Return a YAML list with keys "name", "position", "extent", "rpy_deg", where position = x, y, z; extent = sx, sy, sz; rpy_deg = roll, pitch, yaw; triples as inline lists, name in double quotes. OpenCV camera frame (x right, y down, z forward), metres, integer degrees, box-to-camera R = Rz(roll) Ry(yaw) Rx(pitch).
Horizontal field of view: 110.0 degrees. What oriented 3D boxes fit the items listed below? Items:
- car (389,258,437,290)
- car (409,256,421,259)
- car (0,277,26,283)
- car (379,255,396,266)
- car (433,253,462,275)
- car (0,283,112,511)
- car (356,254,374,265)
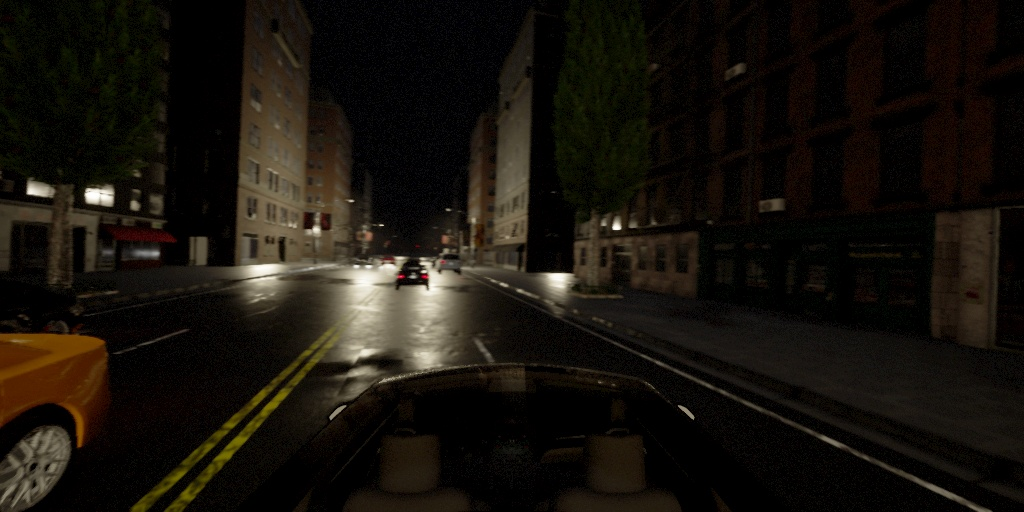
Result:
- name: "car"
  position: [-5.649, 1.079, 20.542]
  extent: [2.033, 1.411, 5.357]
  rpy_deg: [2, 0, -15]
- name: "car"
  position: [-11.628, 0.777, 42.752]
  extent: [1.882, 1.535, 5.008]
  rpy_deg: [2, 0, -15]
- name: "car"
  position: [-8.294, 0.955, 4.615]
  extent: [1.812, 1.442, 4.674]
  rpy_deg: [2, 0, -15]
- name: "car"
  position: [-16.753, 0.625, 48.815]
  extent: [1.812, 1.442, 4.674]
  rpy_deg: [2, 0, -15]
- name: "car"
  position: [-6.316, 0.728, 35.559]
  extent: [2.150, 2.045, 5.566]
  rpy_deg: [2, 0, -16]
- name: "car"
  position: [-3.943, 1.075, 0.955]
  extent: [1.882, 1.535, 5.008]
  rpy_deg: [2, 0, -15]
- name: "car"
  position: [-20.373, 0.479, 49.848]
  extent: [1.837, 1.490, 4.892]
  rpy_deg: [2, 0, -15]
